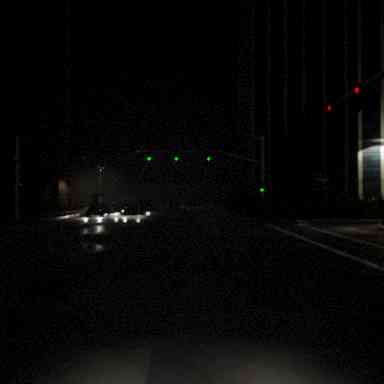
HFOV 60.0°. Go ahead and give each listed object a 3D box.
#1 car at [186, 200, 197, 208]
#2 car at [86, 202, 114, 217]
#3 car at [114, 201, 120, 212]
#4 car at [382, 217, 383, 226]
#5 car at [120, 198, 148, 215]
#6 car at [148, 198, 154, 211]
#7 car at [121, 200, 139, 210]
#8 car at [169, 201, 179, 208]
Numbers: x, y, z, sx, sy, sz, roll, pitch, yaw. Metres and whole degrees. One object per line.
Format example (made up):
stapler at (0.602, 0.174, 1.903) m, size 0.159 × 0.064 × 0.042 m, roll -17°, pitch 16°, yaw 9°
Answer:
car at (-0.025, 2.323, 62.911) m, size 1.812 × 1.442 × 4.674 m, roll 0°, pitch -1°, yaw 0°
car at (-10.595, 2.006, 37.853) m, size 1.812 × 1.442 × 4.674 m, roll 0°, pitch -1°, yaw 0°
car at (-10.611, 2.089, 47.121) m, size 2.128 × 1.511 × 4.902 m, roll 0°, pitch -1°, yaw 0°
car at (15.474, 1.762, 22.278) m, size 5.008 × 1.535 × 1.882 m, roll 0°, pitch -1°, yaw -1°
car at (-7.114, 1.877, 41.361) m, size 2.097 × 1.767 × 4.553 m, roll 0°, pitch -1°, yaw 0°
car at (-7.106, 1.866, 50.864) m, size 2.150 × 2.045 × 5.566 m, roll 0°, pitch -1°, yaw 0°
car at (-10.575, 2.218, 57.304) m, size 2.128 × 1.511 × 4.902 m, roll 0°, pitch -1°, yaw 0°
car at (-3.408, 2.361, 64.220) m, size 2.033 × 1.411 × 5.357 m, roll 0°, pitch -1°, yaw -1°
